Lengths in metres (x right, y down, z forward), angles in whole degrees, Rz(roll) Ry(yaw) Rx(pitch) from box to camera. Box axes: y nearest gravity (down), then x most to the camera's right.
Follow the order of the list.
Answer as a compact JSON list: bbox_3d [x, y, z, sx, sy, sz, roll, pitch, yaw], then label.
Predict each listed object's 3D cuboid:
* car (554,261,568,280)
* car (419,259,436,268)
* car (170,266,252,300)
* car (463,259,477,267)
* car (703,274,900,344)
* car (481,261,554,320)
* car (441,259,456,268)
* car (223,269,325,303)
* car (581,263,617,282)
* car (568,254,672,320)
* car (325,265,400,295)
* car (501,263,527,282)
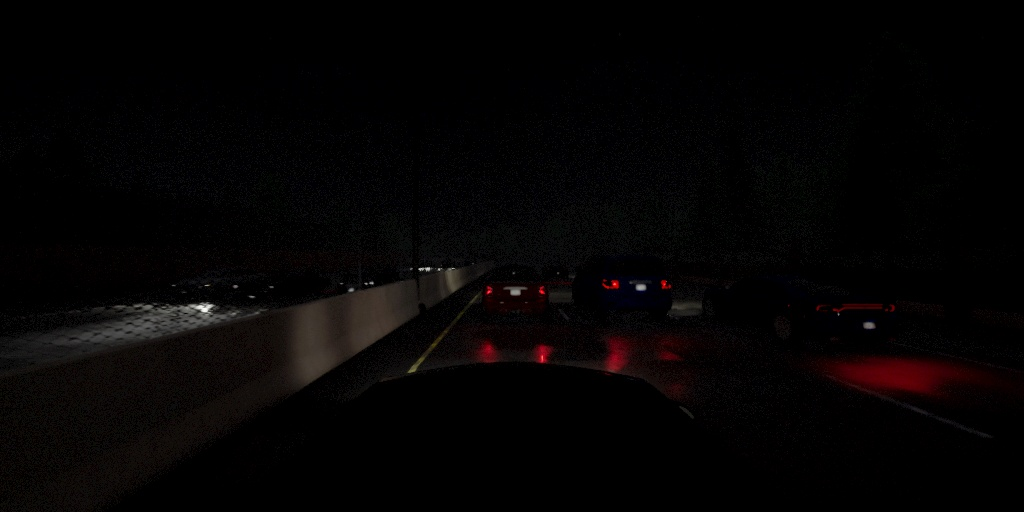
[{"bbox_3d":[3.625,1.205,30.691,1.882,1.535,5.008,0,0,0],"label":"car"},{"bbox_3d":[-13.986,1.262,59.558,1.994,1.385,4.181,0,0,1],"label":"car"},{"bbox_3d":[-14.086,1.258,17.714,1.812,1.442,4.674,0,0,0],"label":"car"},{"bbox_3d":[-6.970,1.178,60.254,1.882,1.535,5.008,0,0,1],"label":"car"},{"bbox_3d":[7.102,1.224,9.598,1.882,1.535,5.008,0,0,0],"label":"car"},{"bbox_3d":[0.106,1.093,12.708,2.097,1.767,4.553,0,0,0],"label":"car"},{"bbox_3d":[-10.486,1.204,59.148,1.837,1.490,4.892,0,0,1],"label":"car"},{"bbox_3d":[-10.588,1.335,16.809,1.895,1.301,4.718,0,0,0],"label":"car"},{"bbox_3d":[7.124,1.294,29.937,1.994,1.385,4.181,0,0,0],"label":"car"},{"bbox_3d":[3.608,0.964,12.699,2.150,2.045,5.566,0,0,0],"label":"car"},{"bbox_3d":[-7.085,1.226,18.332,2.128,1.511,4.902,0,0,0],"label":"car"},{"bbox_3d":[0.124,1.291,29.737,1.994,1.385,4.181,0,0,0],"label":"car"}]
